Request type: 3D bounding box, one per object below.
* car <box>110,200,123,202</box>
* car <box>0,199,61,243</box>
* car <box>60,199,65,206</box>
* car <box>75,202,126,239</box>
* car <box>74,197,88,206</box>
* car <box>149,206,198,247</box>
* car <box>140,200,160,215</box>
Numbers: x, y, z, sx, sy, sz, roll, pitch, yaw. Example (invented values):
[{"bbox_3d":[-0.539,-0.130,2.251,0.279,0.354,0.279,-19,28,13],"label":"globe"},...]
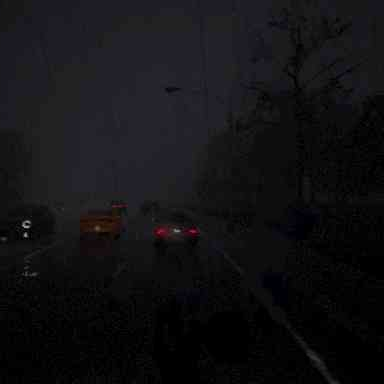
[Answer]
[{"bbox_3d":[-8.160,1.625,36.085,1.837,1.490,4.892,0,0,-14],"label":"car"},{"bbox_3d":[-8.232,1.411,16.300,2.097,1.767,4.553,0,0,-7],"label":"car"},{"bbox_3d":[-22.566,1.776,56.314,1.895,1.301,4.718,0,0,-23],"label":"car"},{"bbox_3d":[-4.693,1.539,17.875,1.882,1.535,5.008,0,0,-7],"label":"car"},{"bbox_3d":[-19.062,1.685,56.903,1.837,1.490,4.892,0,0,-23],"label":"car"},{"bbox_3d":[-0.846,1.598,15.384,2.033,1.411,5.357,0,0,-6],"label":"car"},{"bbox_3d":[-4.592,1.612,36.182,2.128,1.511,4.902,0,0,-14],"label":"car"}]
